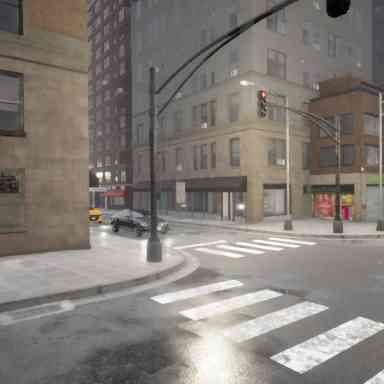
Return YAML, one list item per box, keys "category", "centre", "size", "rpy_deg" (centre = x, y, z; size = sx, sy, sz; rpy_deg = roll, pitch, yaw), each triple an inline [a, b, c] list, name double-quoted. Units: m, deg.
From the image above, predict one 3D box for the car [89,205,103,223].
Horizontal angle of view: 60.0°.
- category: "car"
  centre: [-8.916, 1.730, 26.997]
  size: [1.882, 1.535, 5.008]
  rpy_deg: [-1, 0, -37]

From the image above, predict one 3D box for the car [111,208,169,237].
- category: "car"
  centre: [-3.198, 1.694, 19.496]
  size: [1.812, 1.442, 4.674]
  rpy_deg: [-1, 0, -38]
